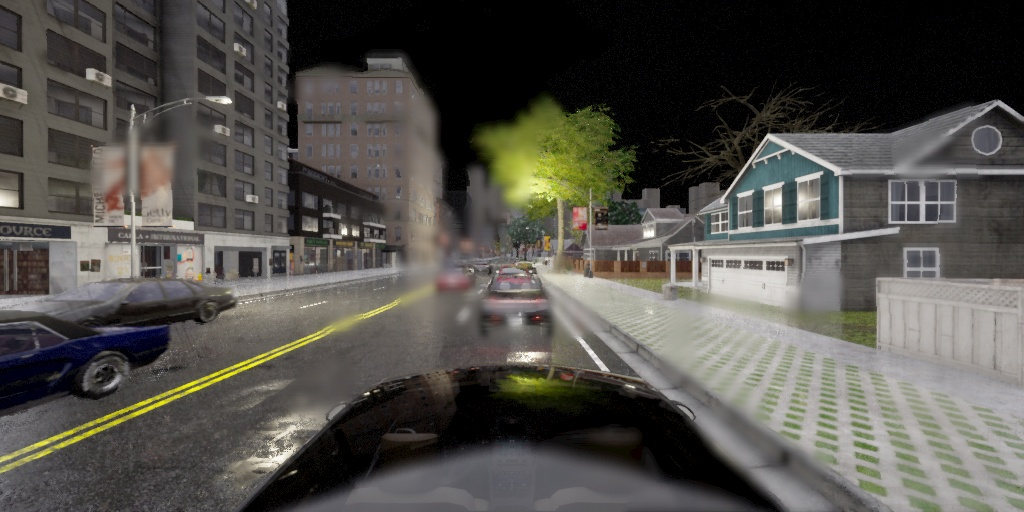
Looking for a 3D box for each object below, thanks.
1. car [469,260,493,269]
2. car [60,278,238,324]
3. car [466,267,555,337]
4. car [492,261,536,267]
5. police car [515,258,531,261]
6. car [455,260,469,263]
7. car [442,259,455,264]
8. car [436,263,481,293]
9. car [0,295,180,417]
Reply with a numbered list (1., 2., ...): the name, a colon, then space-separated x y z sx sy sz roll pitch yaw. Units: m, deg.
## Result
1. car: -3.113 1.209 39.190 2.128 1.511 4.902 0 0 0
2. car: -9.841 1.296 9.262 2.033 1.411 5.357 0 0 0
3. car: 0.111 1.239 10.312 2.128 1.511 4.902 0 0 0
4. car: 0.118 1.219 19.816 1.882 1.535 5.008 0 0 0
5. police car: 1.002 1.156 29.545 1.930 1.638 5.238 0 0 0
6. car: -6.547 1.265 51.871 1.994 1.385 4.181 0 0 0
7. car: -9.786 1.220 56.459 1.812 1.442 4.674 0 0 0
8. car: -3.131 1.304 20.898 1.994 1.385 4.181 0 0 0
9. car: -6.597 1.351 3.697 1.895 1.301 4.718 0 0 0
